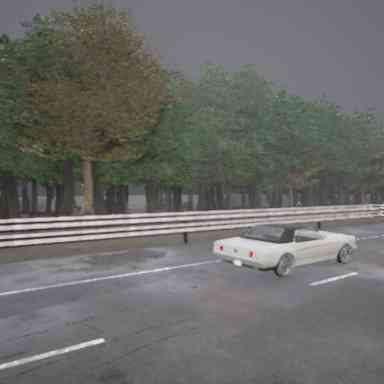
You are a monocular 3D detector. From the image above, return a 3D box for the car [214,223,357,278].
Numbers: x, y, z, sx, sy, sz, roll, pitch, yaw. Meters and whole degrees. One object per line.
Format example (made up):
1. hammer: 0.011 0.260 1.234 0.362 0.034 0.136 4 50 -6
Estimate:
1. car: 3.034 1.618 10.212 4.718 1.301 1.895 0 0 -35
